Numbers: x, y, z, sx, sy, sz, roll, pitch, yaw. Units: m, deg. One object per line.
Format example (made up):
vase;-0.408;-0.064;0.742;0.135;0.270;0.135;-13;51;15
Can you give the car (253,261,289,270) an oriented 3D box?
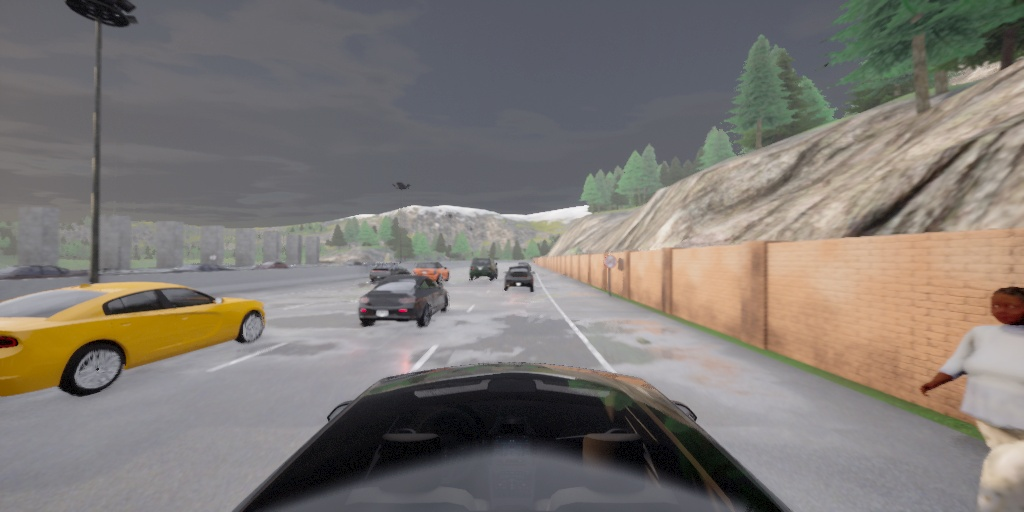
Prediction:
car;-30.192;1.396;45.179;1.812;1.442;4.674;0;0;3

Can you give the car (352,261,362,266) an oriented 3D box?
car;-19.573;1.544;49.106;1.994;1.385;4.181;0;0;3

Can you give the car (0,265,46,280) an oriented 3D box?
car;-10.370;1.048;4.842;2.097;1.767;4.553;0;-1;0

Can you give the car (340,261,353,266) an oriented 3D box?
car;-26.258;1.527;58.658;1.882;1.535;5.008;0;1;1

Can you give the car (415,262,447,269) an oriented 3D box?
car;-6.310;1.266;28.320;2.097;1.767;4.553;0;-1;2

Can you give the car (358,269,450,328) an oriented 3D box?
car;-3.308;1.329;11.577;1.812;1.442;4.674;0;0;1

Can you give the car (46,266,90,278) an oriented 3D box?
car;-27.807;1.237;20.544;2.033;1.411;5.357;0;0;2

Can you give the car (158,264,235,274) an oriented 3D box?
car;-24.055;1.322;27.587;2.033;1.411;5.357;0;0;2

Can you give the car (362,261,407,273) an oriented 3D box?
car;-9.790;1.386;29.001;2.128;1.511;4.902;0;0;2

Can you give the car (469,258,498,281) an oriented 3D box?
car;-2.598;1.207;33.558;2.150;2.045;5.566;0;0;3

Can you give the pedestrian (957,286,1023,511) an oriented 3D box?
pedestrian;3.397;1.075;2.380;0.375;1.860;0.375;0;0;0

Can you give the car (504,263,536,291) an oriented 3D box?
car;0.504;1.439;23.966;1.837;1.490;4.892;0;0;2

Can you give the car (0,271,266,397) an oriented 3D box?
car;-6.873;1.214;6.603;1.882;1.535;5.008;0;0;1
